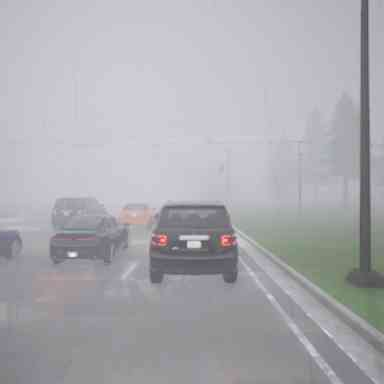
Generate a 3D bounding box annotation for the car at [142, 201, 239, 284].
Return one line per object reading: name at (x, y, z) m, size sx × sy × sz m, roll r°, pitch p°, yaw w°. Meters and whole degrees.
car at (0.029, 1.270, 9.924) m, size 2.150 × 2.045 × 5.566 m, roll 0°, pitch -1°, yaw 0°

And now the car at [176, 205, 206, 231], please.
car at (-0.077, 1.639, 22.130) m, size 1.812 × 1.442 × 4.674 m, roll 0°, pitch 0°, yaw 0°

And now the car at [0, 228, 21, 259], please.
car at (-6.993, 1.529, 9.830) m, size 1.882 × 1.535 × 5.008 m, roll 0°, pitch 0°, yaw 0°

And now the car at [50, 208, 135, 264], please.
car at (-3.506, 1.569, 12.140) m, size 1.837 × 1.490 × 4.892 m, roll 0°, pitch 0°, yaw 0°

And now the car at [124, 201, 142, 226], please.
car at (-3.580, 1.467, 22.453) m, size 2.097 × 1.767 × 4.553 m, roll 0°, pitch 0°, yaw 0°

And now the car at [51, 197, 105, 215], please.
car at (-7.070, 1.332, 21.334) m, size 2.150 × 2.045 × 5.566 m, roll 0°, pitch 0°, yaw 0°
